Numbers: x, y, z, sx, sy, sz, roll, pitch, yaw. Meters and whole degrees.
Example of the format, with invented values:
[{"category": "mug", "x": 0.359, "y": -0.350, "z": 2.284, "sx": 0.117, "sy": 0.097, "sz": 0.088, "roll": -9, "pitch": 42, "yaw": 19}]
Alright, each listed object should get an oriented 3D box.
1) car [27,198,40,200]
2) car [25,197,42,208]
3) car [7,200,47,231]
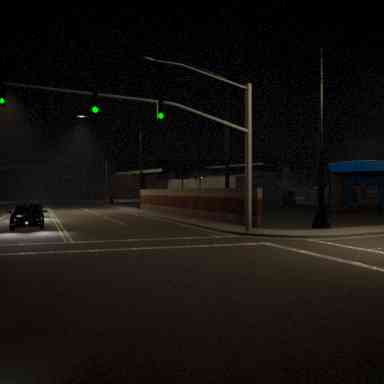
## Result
[{"category": "car", "x": -14.587, "y": 1.562, "z": 30.185, "sx": 1.994, "sy": 1.385, "sz": 4.181, "roll": 0, "pitch": 0, "yaw": -25}, {"category": "car", "x": -23.096, "y": 1.468, "z": 48.673, "sx": 2.128, "sy": 1.511, "sz": 4.902, "roll": 0, "pitch": 0, "yaw": -25}, {"category": "car", "x": -10.410, "y": 1.513, "z": 21.128, "sx": 1.837, "sy": 1.490, "sz": 4.892, "roll": 0, "pitch": 0, "yaw": -25}]
